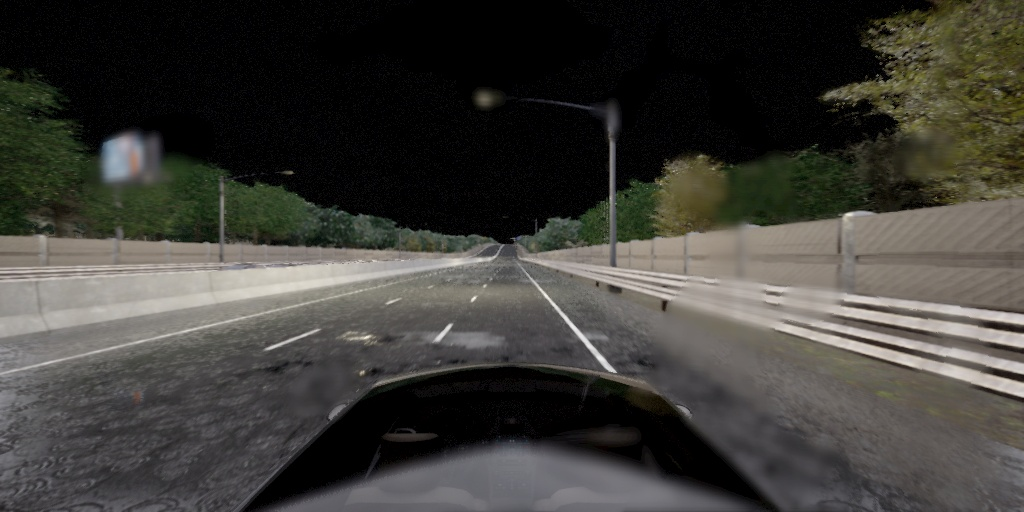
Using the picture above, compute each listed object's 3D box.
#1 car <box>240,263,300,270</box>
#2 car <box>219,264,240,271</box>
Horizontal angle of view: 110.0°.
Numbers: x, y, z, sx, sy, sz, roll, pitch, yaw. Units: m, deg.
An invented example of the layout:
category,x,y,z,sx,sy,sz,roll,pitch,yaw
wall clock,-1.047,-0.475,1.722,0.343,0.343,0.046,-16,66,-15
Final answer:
category,x,y,z,sx,sy,sz,roll,pitch,yaw
car,-17.585,1.347,27.408,2.033,1.411,5.357,0,0,0
car,-21.082,1.356,27.970,2.033,1.411,5.357,0,0,0
